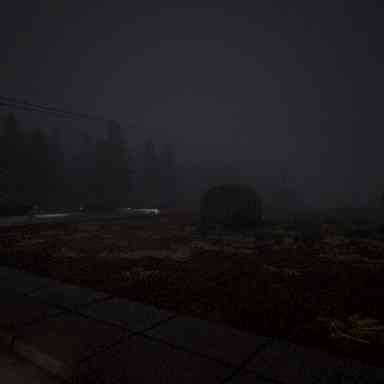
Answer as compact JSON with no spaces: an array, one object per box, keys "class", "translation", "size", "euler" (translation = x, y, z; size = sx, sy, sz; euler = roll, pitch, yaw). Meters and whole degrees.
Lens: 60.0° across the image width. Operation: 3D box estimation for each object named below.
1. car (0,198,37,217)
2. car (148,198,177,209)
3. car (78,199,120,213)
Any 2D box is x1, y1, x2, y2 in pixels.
[{"class":"car","translation":[-16.064,1.374,28.947],"size":[2.097,1.767,4.553],"euler":[0,0,37]},{"class":"car","translation":[-3.977,1.548,45.230],"size":[1.812,1.442,4.674],"euler":[0,0,37]},{"class":"car","translation":[-10.216,1.514,36.836],"size":[2.128,1.511,4.902],"euler":[0,0,37]}]
